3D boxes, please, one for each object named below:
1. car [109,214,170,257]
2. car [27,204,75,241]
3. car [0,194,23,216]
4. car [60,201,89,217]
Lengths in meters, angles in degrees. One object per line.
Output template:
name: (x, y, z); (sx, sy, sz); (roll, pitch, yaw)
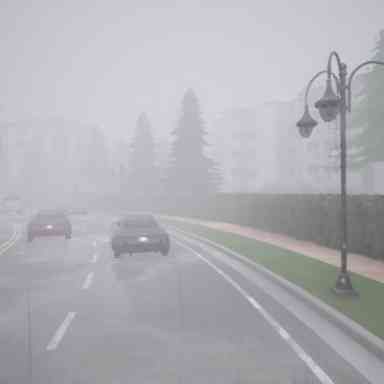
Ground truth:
car: (-2.156, 1.544, 13.000); (1.994, 1.385, 4.181); (0, 0, -15)
car: (-7.309, 1.570, 17.131); (1.994, 1.385, 4.181); (0, 0, -22)
car: (-19.094, 1.267, 33.611); (5.566, 2.045, 2.150); (0, 0, 42)
car: (-11.224, 1.545, 30.473); (2.033, 1.411, 5.357); (0, 0, -40)
